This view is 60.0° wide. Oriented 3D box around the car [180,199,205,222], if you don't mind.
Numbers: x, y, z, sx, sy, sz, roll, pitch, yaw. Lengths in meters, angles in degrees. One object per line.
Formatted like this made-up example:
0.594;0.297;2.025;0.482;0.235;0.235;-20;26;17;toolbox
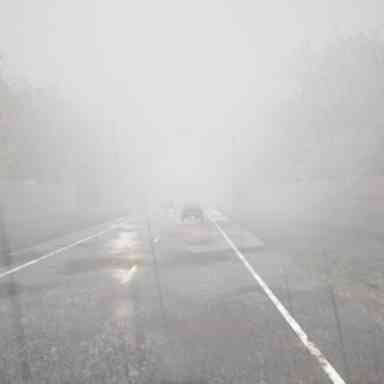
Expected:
0.036;1.650;27.942;1.837;1.490;4.892;0;0;1;car

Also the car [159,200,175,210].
-3.541;1.789;47.847;1.994;1.385;4.181;0;0;0;car

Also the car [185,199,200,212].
0.101;1.688;43.814;1.882;1.535;5.008;0;0;0;car
